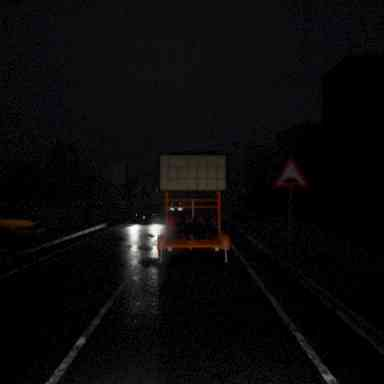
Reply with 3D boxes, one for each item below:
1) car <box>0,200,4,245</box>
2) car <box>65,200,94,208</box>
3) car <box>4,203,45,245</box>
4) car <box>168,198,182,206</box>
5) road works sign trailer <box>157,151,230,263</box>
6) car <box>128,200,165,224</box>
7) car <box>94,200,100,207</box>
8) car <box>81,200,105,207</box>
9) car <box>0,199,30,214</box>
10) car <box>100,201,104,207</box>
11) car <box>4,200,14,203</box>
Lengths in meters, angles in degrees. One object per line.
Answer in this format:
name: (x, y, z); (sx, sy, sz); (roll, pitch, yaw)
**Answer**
car: (-9.563, 1.278, 11.653); (4.553, 1.767, 2.185); (0, 0, 0)
car: (-21.769, 2.358, 63.462); (4.674, 1.452, 2.002); (0, -1, 0)
car: (-9.359, 1.413, 14.572); (5.366, 1.575, 1.946); (0, 0, 0)
car: (-3.070, 2.293, 66.462); (2.097, 1.767, 4.553); (0, -1, 1)
road works sign trailer: (0.033, 0.397, 11.621); (2.380, 3.560, 2.880); (0, 0, -1)
car: (-3.310, 1.569, 25.473); (1.837, 1.490, 4.892); (0, -1, 0)
car: (-21.750, 2.390, 66.738); (4.892, 1.521, 2.231); (0, -1, 0)
car: (-21.722, 2.568, 73.158); (4.674, 1.452, 2.002); (0, -1, 0)
car: (-21.922, 1.666, 39.136); (4.553, 1.767, 2.185); (0, -1, 0)
car: (-21.746, 2.459, 70.011); (5.008, 1.535, 2.097); (0, -1, 0)
car: (-21.864, 1.765, 35.963); (4.674, 1.452, 2.002); (0, -1, 0)
